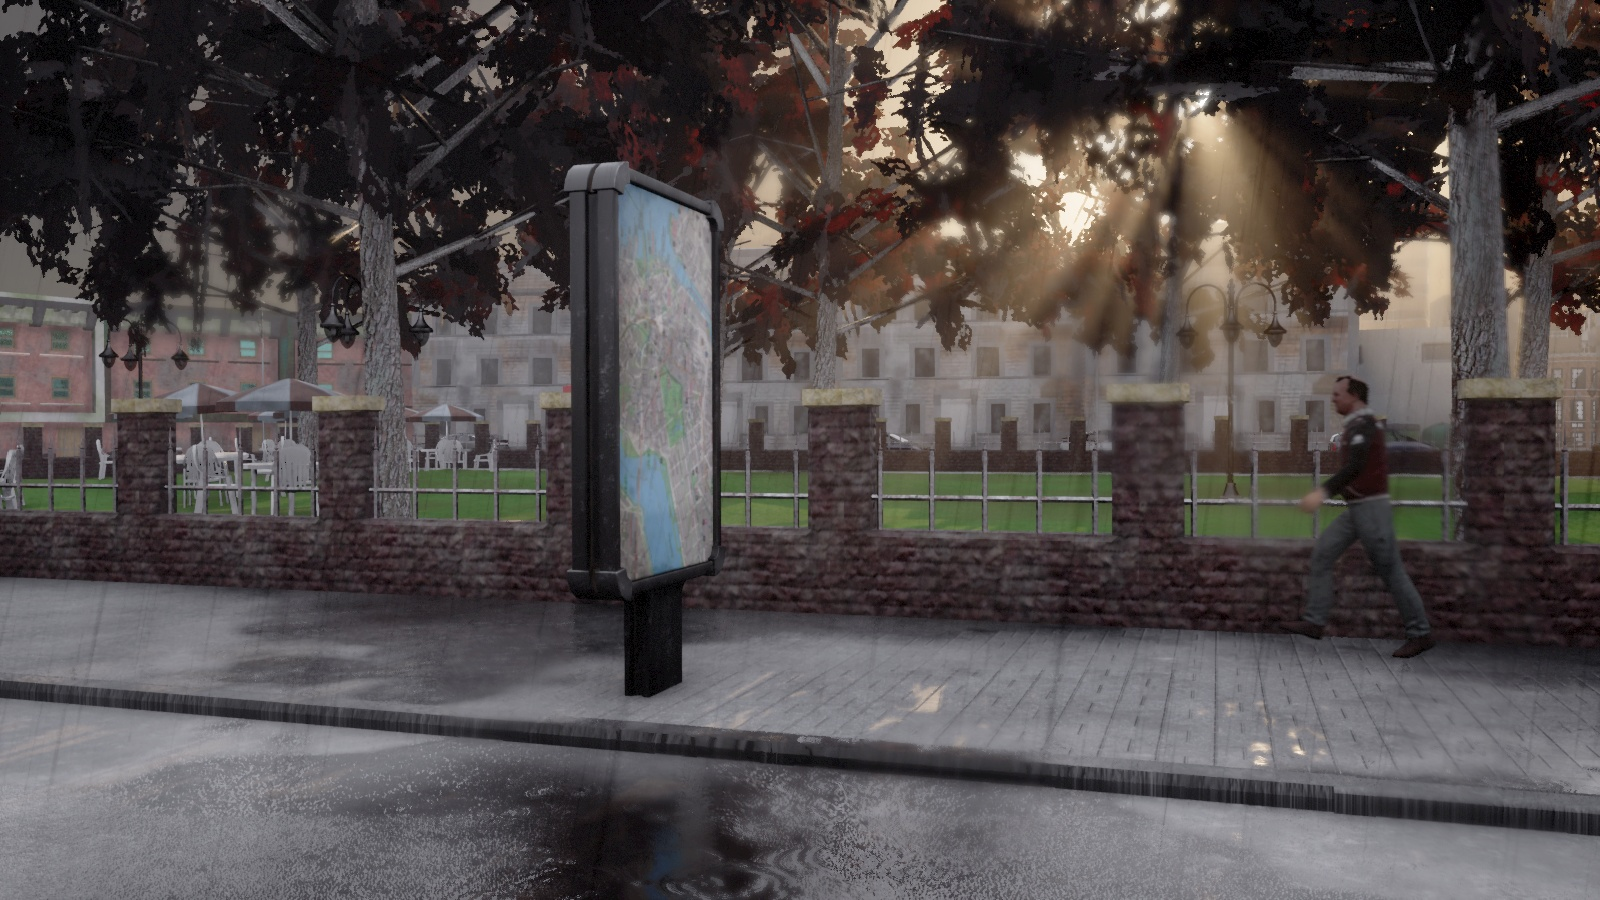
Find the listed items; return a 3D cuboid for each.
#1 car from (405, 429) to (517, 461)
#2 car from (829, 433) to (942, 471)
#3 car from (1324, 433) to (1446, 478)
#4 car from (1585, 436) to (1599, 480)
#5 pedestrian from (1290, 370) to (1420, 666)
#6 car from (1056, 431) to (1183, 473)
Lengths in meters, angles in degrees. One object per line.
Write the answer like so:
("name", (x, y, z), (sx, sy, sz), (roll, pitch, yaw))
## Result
("car", (-16.470, -0.257, 61.082), (4.902, 1.511, 2.128), (0, 1, 18))
("car", (3.440, 0.048, 50.274), (4.193, 1.474, 1.816), (1, 1, 18))
("car", (20.685, 0.169, 44.551), (3.705, 1.549, 1.789), (0, 1, 18))
("car", (28.829, 0.278, 41.844), (4.193, 1.474, 1.816), (1, 1, 18))
("pedestrian", (3.587, 0.419, 8.148), (0.720, 1.854, 0.376), (1, 1, 19))
("car", (12.073, 0.060, 47.409), (4.514, 1.525, 2.007), (1, 1, 18))
